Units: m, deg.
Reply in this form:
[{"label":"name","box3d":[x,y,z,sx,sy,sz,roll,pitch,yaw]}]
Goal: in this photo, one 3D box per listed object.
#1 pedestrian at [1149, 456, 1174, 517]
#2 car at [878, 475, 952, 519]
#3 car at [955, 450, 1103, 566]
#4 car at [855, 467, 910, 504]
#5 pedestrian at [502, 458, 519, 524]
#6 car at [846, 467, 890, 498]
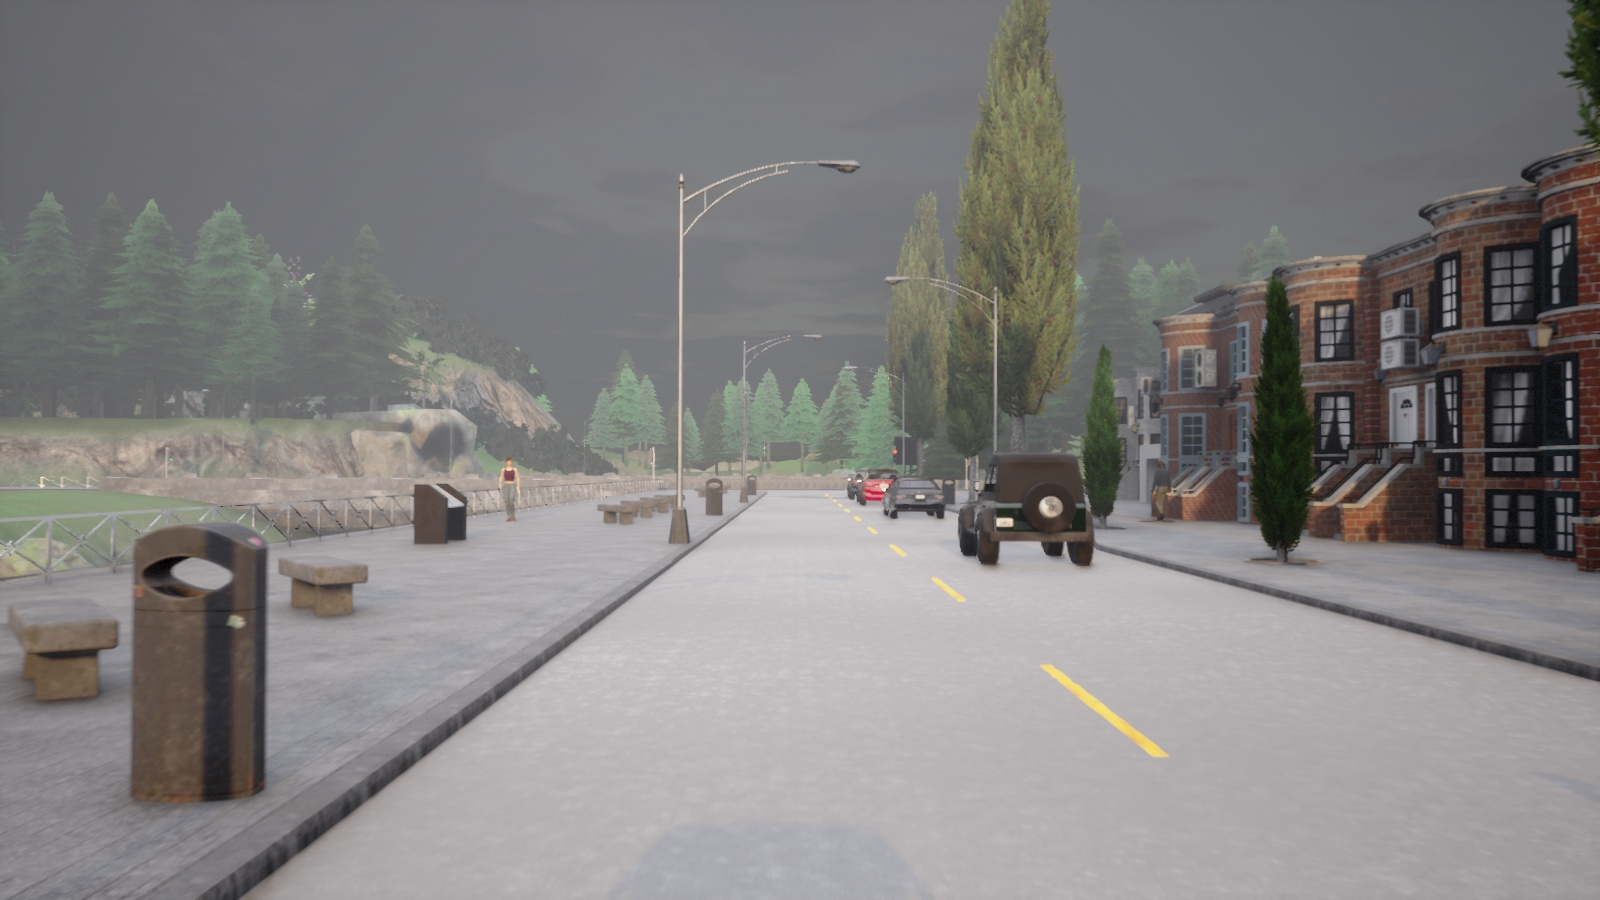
[{"label":"pedestrian","box3d":[10.957,1.108,38.064,0.370,1.835,0.726,0,-1,-17]},{"label":"car","box3d":[3.887,1.571,43.267,2.033,1.411,5.357,0,-1,0]},{"label":"car","box3d":[3.940,0.968,22.265,1.905,1.878,3.866,0,-1,0]},{"label":"car","box3d":[3.845,1.637,59.323,2.242,1.667,4.611,0,-1,0]},{"label":"pedestrian","box3d":[-8.143,1.149,35.350,0.345,1.836,0.594,0,-1,0]},{"label":"car","box3d":[3.815,1.831,70.948,2.242,1.667,4.611,0,-1,0]}]
